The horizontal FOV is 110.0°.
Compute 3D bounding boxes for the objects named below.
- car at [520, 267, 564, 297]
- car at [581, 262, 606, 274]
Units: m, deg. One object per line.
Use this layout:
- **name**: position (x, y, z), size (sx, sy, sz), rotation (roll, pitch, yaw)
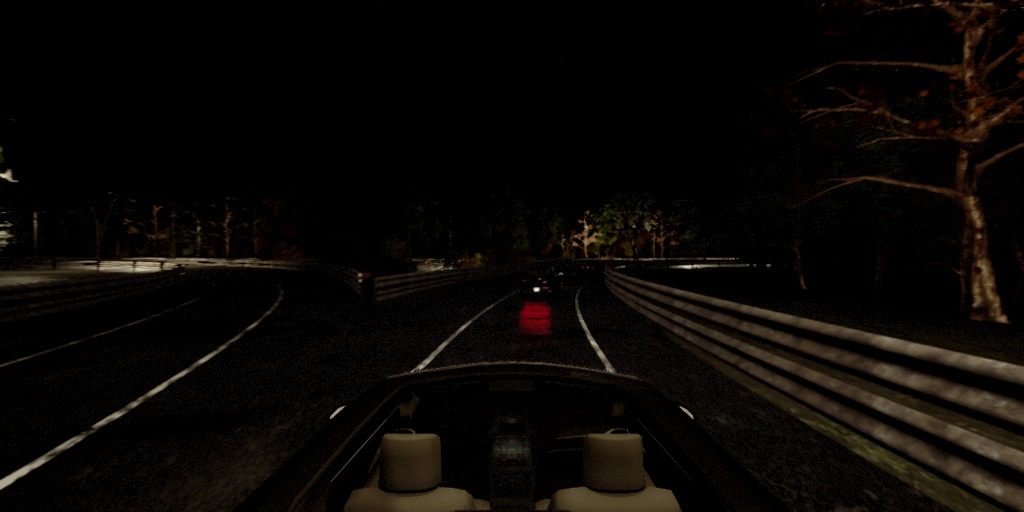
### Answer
- **car**: position (1.656, 1.318, 19.292), size (1.837, 1.490, 4.892), rotation (-2, 0, 12)
- **car**: position (10.141, 1.371, 43.350), size (2.033, 1.411, 5.357), rotation (-1, 0, 34)
